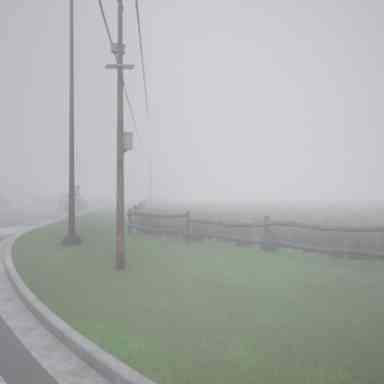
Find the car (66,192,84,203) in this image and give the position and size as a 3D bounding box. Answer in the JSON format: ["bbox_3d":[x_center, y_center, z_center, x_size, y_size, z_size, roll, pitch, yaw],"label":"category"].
[{"bbox_3d":[-24.204,1.104,69.087,2.150,2.045,5.566,0,0,-6],"label":"car"}]

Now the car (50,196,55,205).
[{"bbox_3d":[-23.125,1.546,58.692,1.837,1.490,4.892,0,0,-6],"label":"car"}]

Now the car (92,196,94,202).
[{"bbox_3d":[-20.823,1.546,70.466,1.837,1.490,4.892,0,0,-6],"label":"car"}]

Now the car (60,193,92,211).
[{"bbox_3d":[-14.131,1.380,40.838,2.097,1.767,4.553,0,0,-6],"label":"car"}]

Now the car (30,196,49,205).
[{"bbox_3d":[-26.607,1.520,58.331,1.882,1.535,5.008,0,0,-6],"label":"car"}]

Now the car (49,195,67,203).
[{"bbox_3d":[-27.682,1.420,68.696,2.033,1.411,5.357,0,0,-6],"label":"car"}]

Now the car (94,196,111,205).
[{"bbox_3d":[-16.328,1.587,61.984,2.033,1.411,5.357,0,0,-6],"label":"car"}]

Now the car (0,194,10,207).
[{"bbox_3d":[-29.073,1.261,49.153,2.150,2.045,5.566,0,0,-6],"label":"car"}]

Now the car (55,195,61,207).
[{"bbox_3d":[-18.698,1.251,50.916,2.150,2.045,5.566,0,-1,-6],"label":"car"}]
